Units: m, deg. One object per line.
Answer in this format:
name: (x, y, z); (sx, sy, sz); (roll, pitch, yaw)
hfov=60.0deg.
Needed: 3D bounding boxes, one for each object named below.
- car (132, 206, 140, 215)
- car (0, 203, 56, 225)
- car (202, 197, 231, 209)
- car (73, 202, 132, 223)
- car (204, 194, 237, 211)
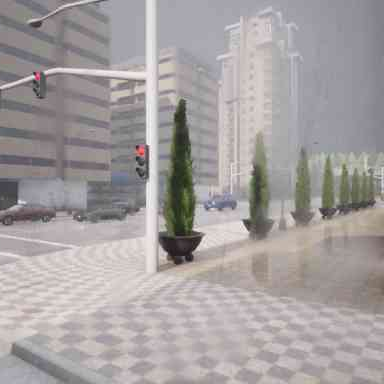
car: (-7.288, 1.656, 32.109); (1.895, 1.301, 4.718); (0, 0, 35)
car: (-12.429, 1.581, 24.602); (1.812, 1.442, 4.674); (0, 0, 34)
car: (3.581, 1.560, 47.843); (1.837, 1.490, 4.892); (0, 0, 35)
car: (-7.160, 1.619, 26.121); (1.994, 1.385, 4.181); (0, 0, 35)
car: (3.674, 1.277, 41.836); (2.150, 2.045, 5.566); (0, 0, 35)
